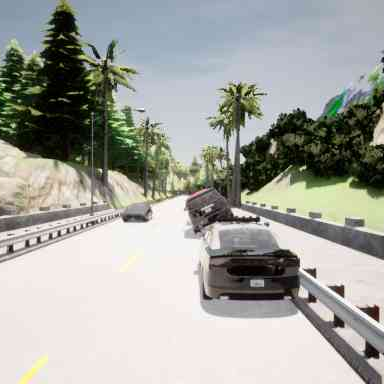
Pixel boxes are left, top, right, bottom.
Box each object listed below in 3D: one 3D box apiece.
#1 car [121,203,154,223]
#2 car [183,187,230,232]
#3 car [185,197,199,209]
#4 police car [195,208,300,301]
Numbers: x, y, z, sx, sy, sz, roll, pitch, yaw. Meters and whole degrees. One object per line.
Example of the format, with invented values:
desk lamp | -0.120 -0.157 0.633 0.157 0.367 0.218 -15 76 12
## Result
car | -4.104 1.547 25.916 2.033 1.411 5.357 0 0 0
car | 0.818 0.955 18.435 2.150 2.045 5.566 -25 0 0
car | 0.026 1.505 45.254 1.837 1.490 4.892 0 0 0
police car | 1.158 1.426 8.521 1.930 1.638 5.238 0 0 0
